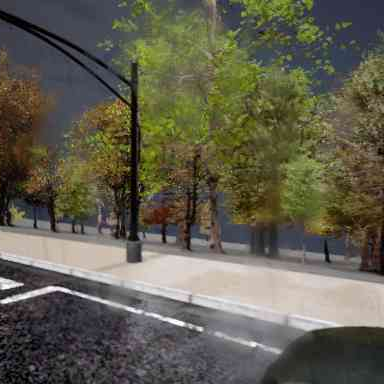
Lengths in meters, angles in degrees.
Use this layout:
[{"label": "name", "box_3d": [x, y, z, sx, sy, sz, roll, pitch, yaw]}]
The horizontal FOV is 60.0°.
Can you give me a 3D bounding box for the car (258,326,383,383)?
[{"label": "car", "box_3d": [2.417, 1.560, 1.961, 4.181, 1.385, 1.994, 0, 0, 35]}]
